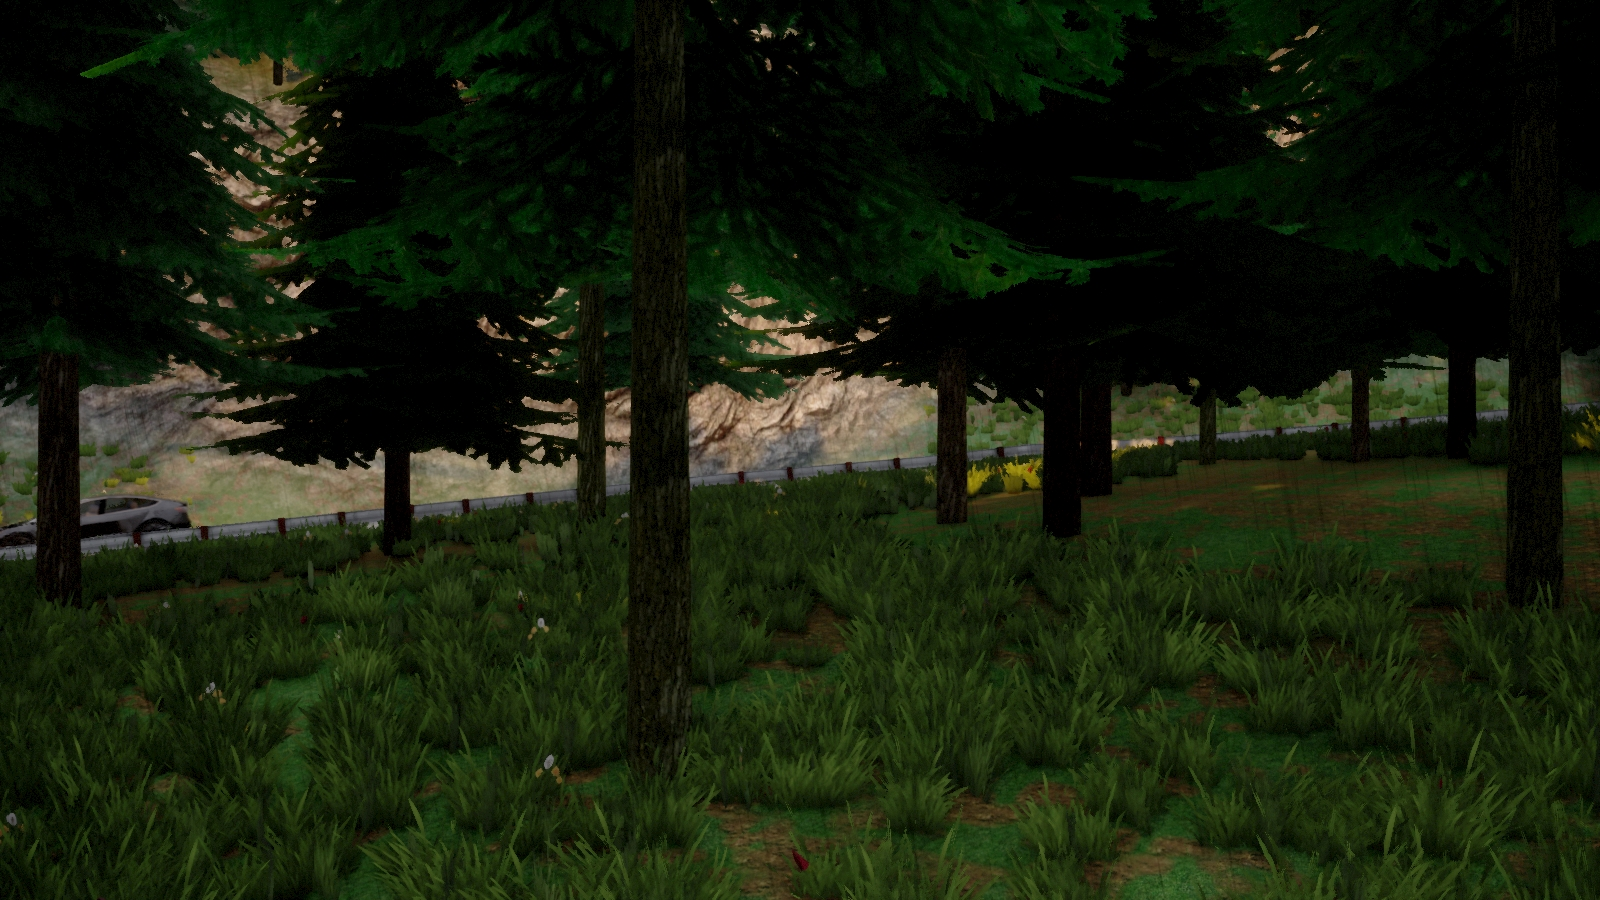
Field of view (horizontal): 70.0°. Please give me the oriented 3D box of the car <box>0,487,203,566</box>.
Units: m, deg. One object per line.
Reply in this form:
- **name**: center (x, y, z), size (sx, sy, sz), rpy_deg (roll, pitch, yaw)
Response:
- **car**: center (-18.798, 1.977, 30.389), size (4.792, 1.488, 2.163), rpy_deg (-6, 3, -36)
